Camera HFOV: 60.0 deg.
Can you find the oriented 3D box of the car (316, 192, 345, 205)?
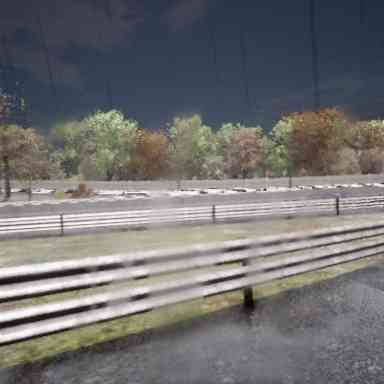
[{"bbox_3d":[16.646,0.668,35.741,5.357,1.411,2.033,-3,1,-14],"label":"car"}]

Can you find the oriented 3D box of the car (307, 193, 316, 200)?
[{"bbox_3d":[15.734,0.643,39.119,4.181,1.385,1.994,-3,1,-14],"label":"car"}]

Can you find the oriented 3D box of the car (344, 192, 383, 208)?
[{"bbox_3d":[17.585,0.726,32.366,4.181,1.385,1.994,-3,1,-14],"label":"car"}]
